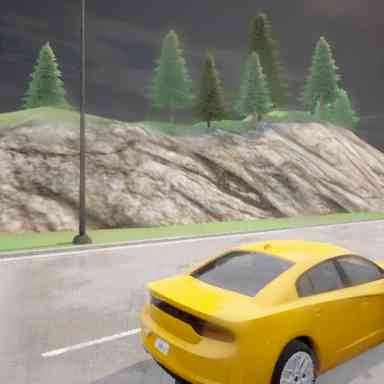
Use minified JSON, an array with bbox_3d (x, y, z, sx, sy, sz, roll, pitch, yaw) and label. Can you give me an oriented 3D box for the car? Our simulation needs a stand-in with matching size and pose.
[{"bbox_3d":[1.689,1.478,4.957,5.008,1.535,1.882,0,0,-36],"label":"car"}]
